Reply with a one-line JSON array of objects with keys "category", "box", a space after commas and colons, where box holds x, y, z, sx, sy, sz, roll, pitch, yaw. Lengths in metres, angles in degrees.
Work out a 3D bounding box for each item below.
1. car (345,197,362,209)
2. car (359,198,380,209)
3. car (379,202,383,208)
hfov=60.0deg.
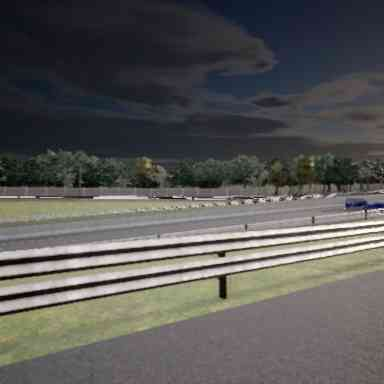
[{"category": "car", "box": [31.603, 2.040, 63.404, 5.566, 2.045, 2.150, -3, 2, -28]}, {"category": "car", "box": [33.234, 2.290, 60.308, 5.008, 1.535, 1.882, -3, 2, -28]}, {"category": "car", "box": [34.885, 2.391, 57.223, 4.181, 1.385, 1.994, -3, 2, -28]}]
